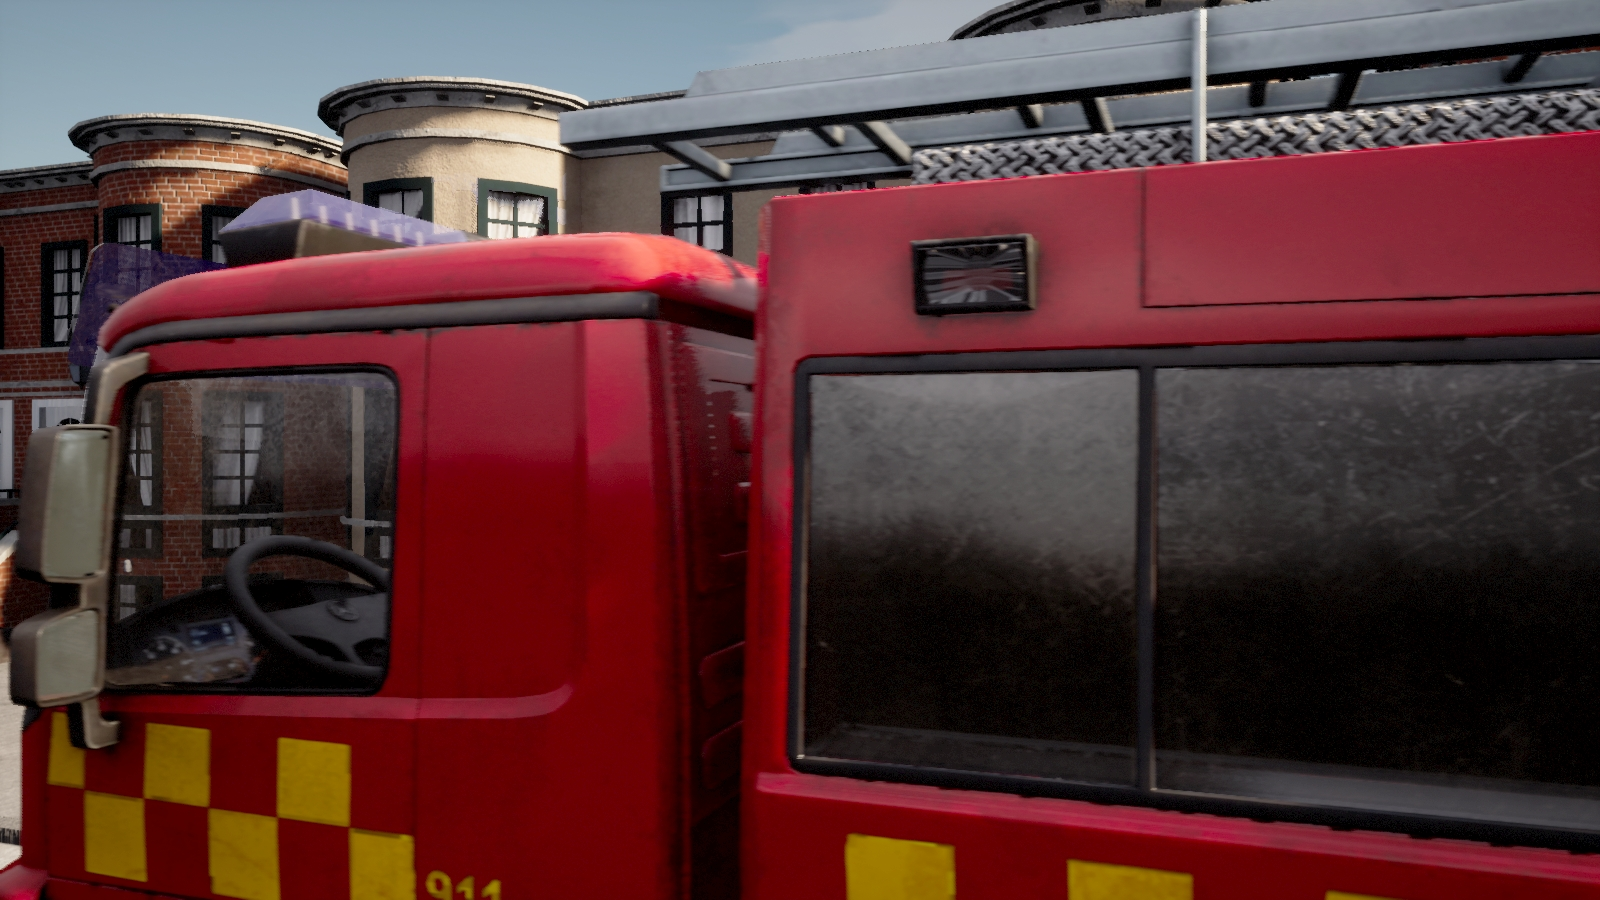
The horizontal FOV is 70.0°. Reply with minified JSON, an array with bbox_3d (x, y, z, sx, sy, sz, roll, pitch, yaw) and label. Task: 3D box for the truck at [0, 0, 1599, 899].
[{"bbox_3d":[2.041,0.671,3.096,8.468,3.827,2.891,0,0,20],"label":"truck"}]
